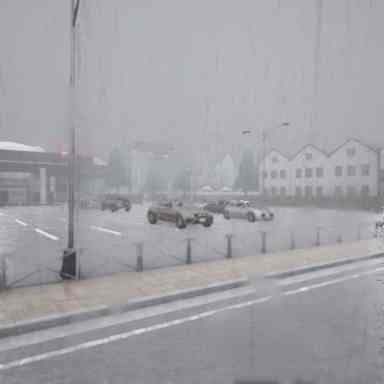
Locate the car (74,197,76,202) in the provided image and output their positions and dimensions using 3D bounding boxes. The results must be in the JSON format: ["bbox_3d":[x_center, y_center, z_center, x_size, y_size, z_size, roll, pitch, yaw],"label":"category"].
[{"bbox_3d":[-29.361,1.543,80.057,3.866,1.878,1.905,1,0,-36],"label":"car"}]

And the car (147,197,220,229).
[{"bbox_3d":[-0.877,1.276,20.641,2.152,1.636,5.027,1,0,-36],"label":"car"}]

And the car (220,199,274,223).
[{"bbox_3d":[4.160,1.417,24.630,1.970,1.475,3.806,1,0,-36],"label":"car"}]

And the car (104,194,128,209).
[{"bbox_3d":[-10.307,1.261,44.931,1.905,1.878,3.866,1,0,-36],"label":"car"}]

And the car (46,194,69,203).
[{"bbox_3d":[-29.606,1.668,72.928,4.611,1.667,2.242,1,0,-36],"label":"car"}]

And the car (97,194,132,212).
[{"bbox_3d":[-8.414,1.250,36.616,1.932,1.855,4.605,1,0,-36],"label":"car"}]

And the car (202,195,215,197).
[{"bbox_3d":[3.165,1.331,58.997,1.837,1.490,4.892,1,0,-35],"label":"car"}]

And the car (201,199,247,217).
[{"bbox_3d":[3.048,1.517,32.495,2.007,1.523,4.514,1,0,-36],"label":"car"}]

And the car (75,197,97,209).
[{"bbox_3d":[-13.370,1.513,43.496,1.970,1.475,3.806,1,0,-36],"label":"car"}]
